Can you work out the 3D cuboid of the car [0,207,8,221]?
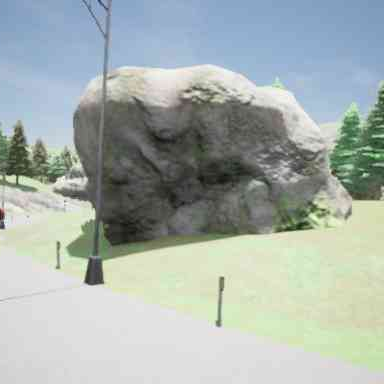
[{"bbox_3d":[-22.235,2.271,36.418,2.150,2.045,5.566,3,-3,-9],"label":"car"}]
